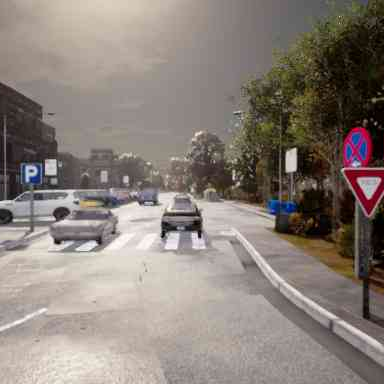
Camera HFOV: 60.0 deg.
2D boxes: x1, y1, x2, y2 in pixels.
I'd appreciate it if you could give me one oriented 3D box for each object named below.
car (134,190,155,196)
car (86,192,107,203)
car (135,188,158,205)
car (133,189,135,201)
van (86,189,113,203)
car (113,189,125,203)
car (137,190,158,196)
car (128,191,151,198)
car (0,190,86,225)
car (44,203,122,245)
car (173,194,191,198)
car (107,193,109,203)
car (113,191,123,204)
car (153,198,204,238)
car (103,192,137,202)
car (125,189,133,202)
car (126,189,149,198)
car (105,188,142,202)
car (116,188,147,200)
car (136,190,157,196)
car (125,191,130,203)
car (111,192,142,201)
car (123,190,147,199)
[{"bbox_3d":[-12.461,0.349,87.506,4.892,1.521,2.231,-1,0,-22],"label":"car"},{"bbox_3d":[-10.108,1.068,27.572,5.366,1.575,1.946,-1,1,-22],"label":"car"},{"bbox_3d":[-5.527,0.609,42.570,2.150,2.045,5.566,0,0,-2],"label":"car"},{"bbox_3d":[-11.020,0.662,48.514,4.553,1.767,2.185,-1,1,-22],"label":"car"},{"bbox_3d":[-10.618,0.768,33.452,4.442,1.987,1.878,-1,1,-22],"label":"van"},{"bbox_3d":[-10.764,0.784,39.500,4.553,1.767,2.185,-1,1,-22],"label":"car"},{"bbox_3d":[-12.520,0.282,93.574,5.366,1.575,1.946,-1,0,-22],"label":"car"},{"bbox_3d":[-11.974,0.499,75.524,4.792,1.488,2.163,-1,0,-22],"label":"car"},{"bbox_3d":[-10.067,0.906,21.473,5.566,2.045,2.435,-1,1,-22],"label":"car"},{"bbox_3d":[-4.419,1.375,14.356,1.895,1.301,4.718,0,1,-3],"label":"car"},{"bbox_3d":[-1.128,0.986,37.269,1.812,1.442,4.674,0,1,-2],"label":"car"},{"bbox_3d":[-10.401,1.073,30.505,4.674,1.452,2.002,-1,1,-22],"label":"car"},{"bbox_3d":[-10.613,0.950,36.503,5.008,1.535,2.097,-1,1,-22],"label":"car"},{"bbox_3d":[-0.476,1.243,16.184,2.128,1.511,4.902,0,1,0],"label":"car"},{"bbox_3d":[-11.131,0.778,51.528,4.792,1.488,2.163,-1,1,-22],"label":"car"},{"bbox_3d":[-10.914,0.701,45.515,4.553,1.767,2.185,-1,1,-22],"label":"car"},{"bbox_3d":[-11.925,0.377,72.502,4.553,1.767,2.185,-1,0,-22],"label":"car"},{"bbox_3d":[-11.238,0.459,54.522,5.566,2.045,2.435,-1,1,-22],"label":"car"},{"bbox_3d":[-11.565,0.351,63.533,5.566,2.045,2.435,-1,0,-22],"label":"car"},{"bbox_3d":[-12.400,0.312,90.575,5.366,1.575,1.946,-1,0,-22],"label":"car"},{"bbox_3d":[-10.839,0.908,42.510,4.674,1.452,2.002,-1,1,-22],"label":"car"},{"bbox_3d":[-11.337,0.703,57.525,4.792,1.488,2.163,-1,0,-22],"label":"car"},{"bbox_3d":[-11.818,0.410,69.503,4.553,1.767,2.185,-1,0,-22],"label":"car"}]
